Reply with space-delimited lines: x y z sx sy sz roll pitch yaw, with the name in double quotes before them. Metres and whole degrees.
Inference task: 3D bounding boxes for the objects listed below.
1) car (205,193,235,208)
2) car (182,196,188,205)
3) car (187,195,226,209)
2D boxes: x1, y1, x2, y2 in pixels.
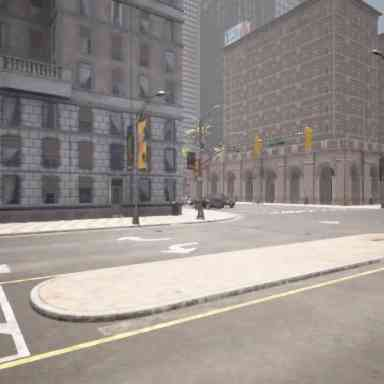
"car" 3.825 1.221 47.901 2.150 2.045 5.566 0 0 -35
"car" -1.805 1.491 56.212 2.128 1.511 4.902 0 0 -34
"car" 1.850 1.478 44.629 1.882 1.535 5.008 0 0 -35
